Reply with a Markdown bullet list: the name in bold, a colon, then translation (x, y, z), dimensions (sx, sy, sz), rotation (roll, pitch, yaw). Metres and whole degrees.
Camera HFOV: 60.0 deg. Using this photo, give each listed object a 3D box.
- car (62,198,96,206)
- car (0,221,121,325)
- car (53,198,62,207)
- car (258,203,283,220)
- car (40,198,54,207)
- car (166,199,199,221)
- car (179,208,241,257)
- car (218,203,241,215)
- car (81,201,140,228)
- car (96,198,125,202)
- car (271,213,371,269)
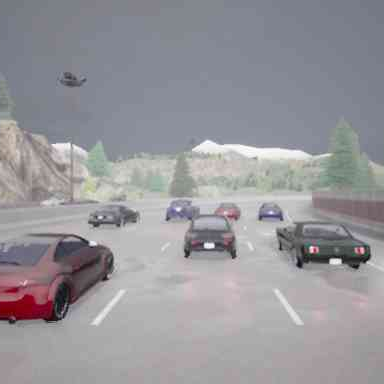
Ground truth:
- **car**: translation (-14.582, 1.600, 44.927), dimensions (2.033, 1.411, 5.357), rotation (0, 0, 17)
- **car**: translation (-3.146, 1.572, 7.279), dimensions (1.994, 1.385, 4.181), rotation (0, 0, 3)
- **car**: translation (-17.314, 1.619, 47.764), dimensions (1.994, 1.385, 4.181), rotation (0, 0, 17)
- **car**: translation (6.689, 1.608, 28.385), dimensions (1.994, 1.385, 4.181), rotation (0, 0, 12)
- **car**: translation (-20.434, 1.580, 49.499), dimensions (1.812, 1.442, 4.674), rotation (0, 0, 18)
- **car**: translation (-0.652, 1.390, 27.459), dimensions (2.097, 1.767, 4.553), rotation (0, 0, 11)
- **car**: translation (0.736, 1.544, 12.880), dimensions (1.812, 1.442, 4.674), rotation (0, 0, 5)
- **car**: translation (3.126, 1.606, 28.466), dimensions (1.994, 1.385, 4.181), rotation (0, 0, 12)
- **car**: translation (-5.138, 1.575, 22.495), dimensions (2.033, 1.411, 5.357), rotation (0, 0, 9)
- **car**: translation (-10.644, 1.563, 45.667), dimensions (1.837, 1.490, 4.892), rotation (0, -1, 17)
- **car**: translation (4.104, 1.620, 11.299), dimensions (1.895, 1.301, 4.718), rotation (0, 0, 5)
